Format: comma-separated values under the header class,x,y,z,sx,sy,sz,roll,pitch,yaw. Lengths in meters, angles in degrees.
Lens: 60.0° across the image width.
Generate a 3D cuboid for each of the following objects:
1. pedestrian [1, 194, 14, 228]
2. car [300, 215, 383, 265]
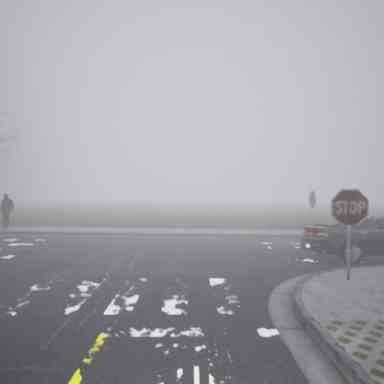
class,x,y,z,sx,sy,sz,roll,pitch,yaw
pedestrian,-9.732,0.954,17.411,0.375,1.860,0.375,0,0,0
car,6.298,1.590,11.779,4.892,1.490,1.837,1,-3,-12
